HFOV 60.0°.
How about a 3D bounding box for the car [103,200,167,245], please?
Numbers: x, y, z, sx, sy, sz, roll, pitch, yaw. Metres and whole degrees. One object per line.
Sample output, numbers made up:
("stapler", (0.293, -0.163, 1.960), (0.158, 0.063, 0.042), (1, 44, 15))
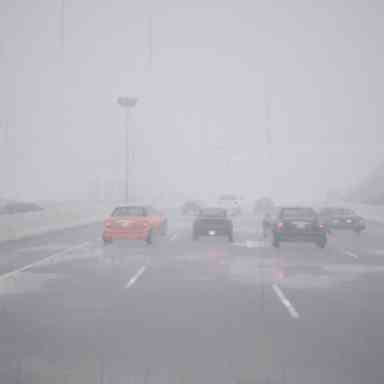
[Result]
("car", (-2.507, 1.347, 15.692), (2.097, 1.767, 4.553), (0, 0, 5))

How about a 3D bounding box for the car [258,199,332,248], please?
("car", (4.470, 1.363, 15.175), (2.097, 1.767, 4.553), (0, 0, 5))

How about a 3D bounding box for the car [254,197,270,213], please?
("car", (8.047, 1.372, 36.882), (2.097, 1.767, 4.553), (0, 0, 13))

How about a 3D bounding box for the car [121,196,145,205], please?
("car", (-10.735, 1.525, 60.836), (2.033, 1.411, 5.357), (0, 0, 19))

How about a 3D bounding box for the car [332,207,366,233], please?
("car", (8.458, 1.567, 19.747), (2.033, 1.411, 5.357), (0, 0, 7))

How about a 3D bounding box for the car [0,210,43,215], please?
("car", (-12.401, 1.464, 23.284), (2.128, 1.511, 4.902), (0, 0, 8))

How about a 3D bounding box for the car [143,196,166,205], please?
("car", (-6.800, 1.534, 61.505), (2.033, 1.411, 5.357), (0, 0, 19))

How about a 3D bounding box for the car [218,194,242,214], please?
("car", (4.064, 1.232, 35.247), (2.150, 2.045, 5.566), (0, 0, 12))

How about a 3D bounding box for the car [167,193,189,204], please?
("car", (-2.607, 1.218, 62.838), (2.150, 2.045, 5.566), (0, 0, 20))

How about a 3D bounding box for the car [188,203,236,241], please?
("car", (1.114, 1.508, 16.787), (1.837, 1.490, 4.892), (0, 0, 6))

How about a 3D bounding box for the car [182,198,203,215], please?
("car", (0.275, 1.507, 34.160), (1.837, 1.490, 4.892), (0, 0, 11))
